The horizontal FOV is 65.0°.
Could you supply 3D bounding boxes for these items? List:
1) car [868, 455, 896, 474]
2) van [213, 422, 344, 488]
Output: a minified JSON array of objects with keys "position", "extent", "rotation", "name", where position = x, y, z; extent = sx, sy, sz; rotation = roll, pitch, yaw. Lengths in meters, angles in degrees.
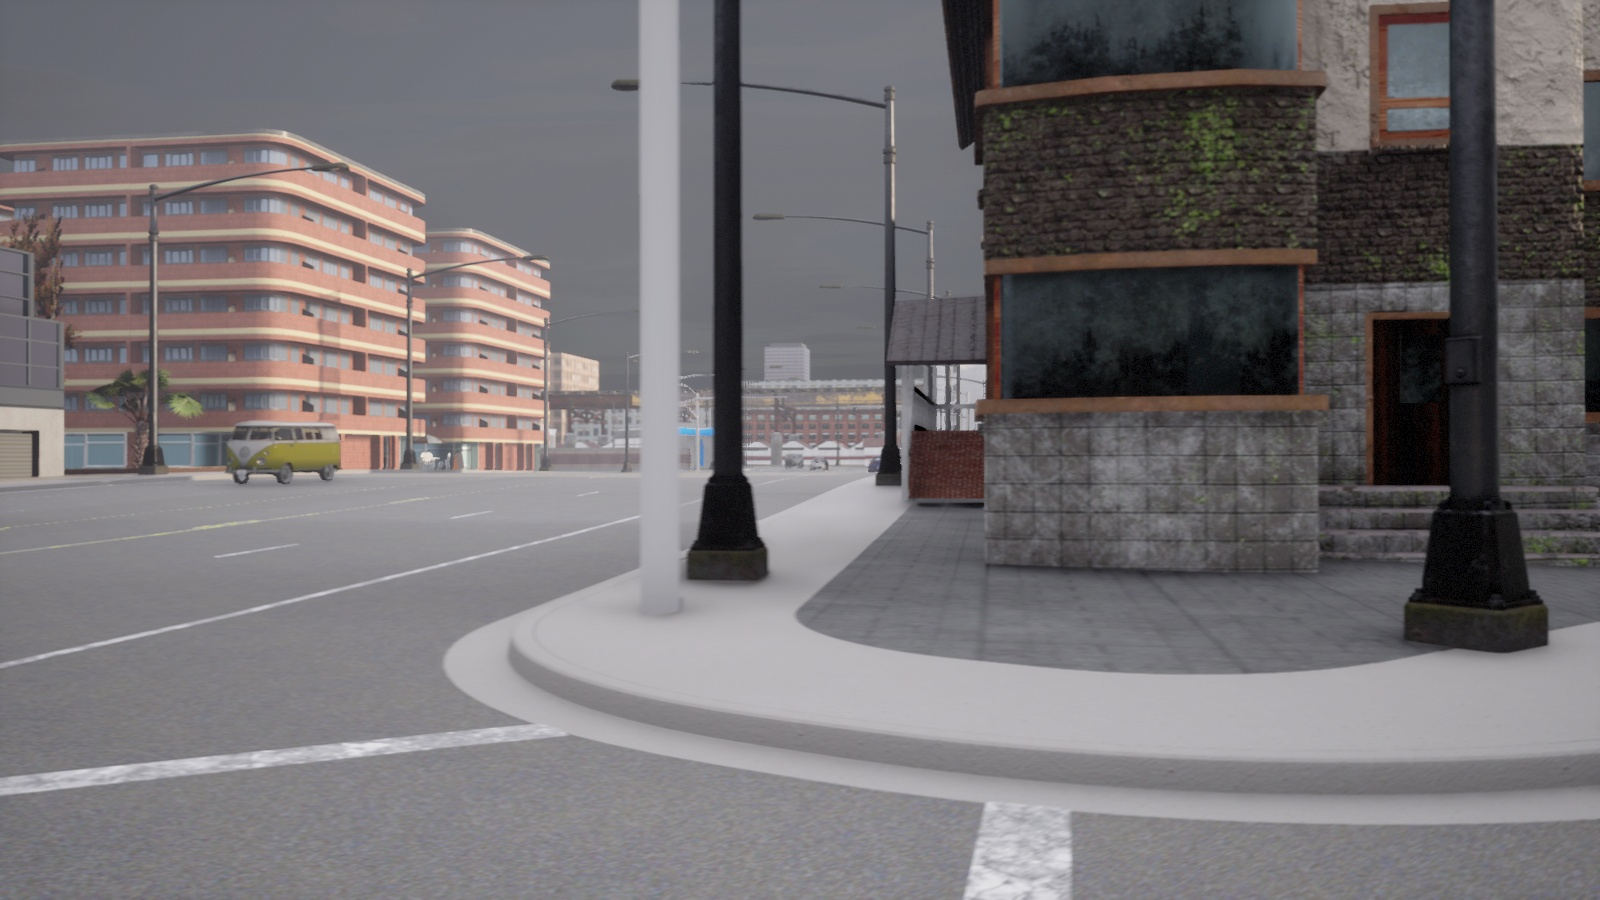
[{"position":[6.371,1.160,97.140],"extent":[1.812,1.442,4.674],"rotation":[0,-1,8],"name":"car"},{"position":[-16.600,0.134,40.228],"extent":[1.775,1.987,4.442],"rotation":[0,1,9],"name":"van"}]
